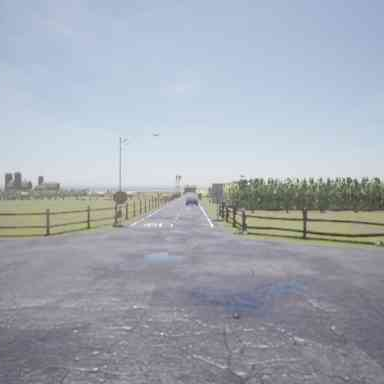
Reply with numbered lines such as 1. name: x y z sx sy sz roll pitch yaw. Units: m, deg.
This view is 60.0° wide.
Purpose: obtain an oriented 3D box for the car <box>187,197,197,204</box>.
1. car: -0.009 1.660 68.078 2.033 1.411 5.357 0 0 0

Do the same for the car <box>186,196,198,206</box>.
1. car: -0.008 1.455 58.042 2.097 1.767 4.553 0 0 0
